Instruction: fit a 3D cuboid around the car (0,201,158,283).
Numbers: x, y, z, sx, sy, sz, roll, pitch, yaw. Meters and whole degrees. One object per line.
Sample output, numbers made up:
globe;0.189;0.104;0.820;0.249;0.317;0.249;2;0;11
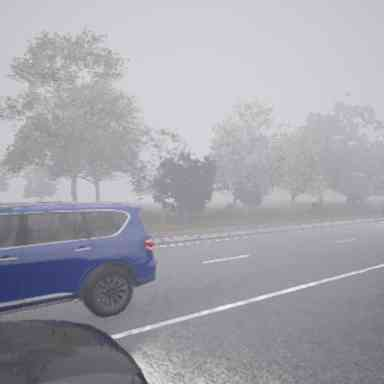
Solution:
car;-3.304;1.221;5.936;5.566;2.045;2.150;0;0;-36

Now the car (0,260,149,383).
car;-2.298;1.564;2.108;4.181;1.385;1.994;0;0;-36
